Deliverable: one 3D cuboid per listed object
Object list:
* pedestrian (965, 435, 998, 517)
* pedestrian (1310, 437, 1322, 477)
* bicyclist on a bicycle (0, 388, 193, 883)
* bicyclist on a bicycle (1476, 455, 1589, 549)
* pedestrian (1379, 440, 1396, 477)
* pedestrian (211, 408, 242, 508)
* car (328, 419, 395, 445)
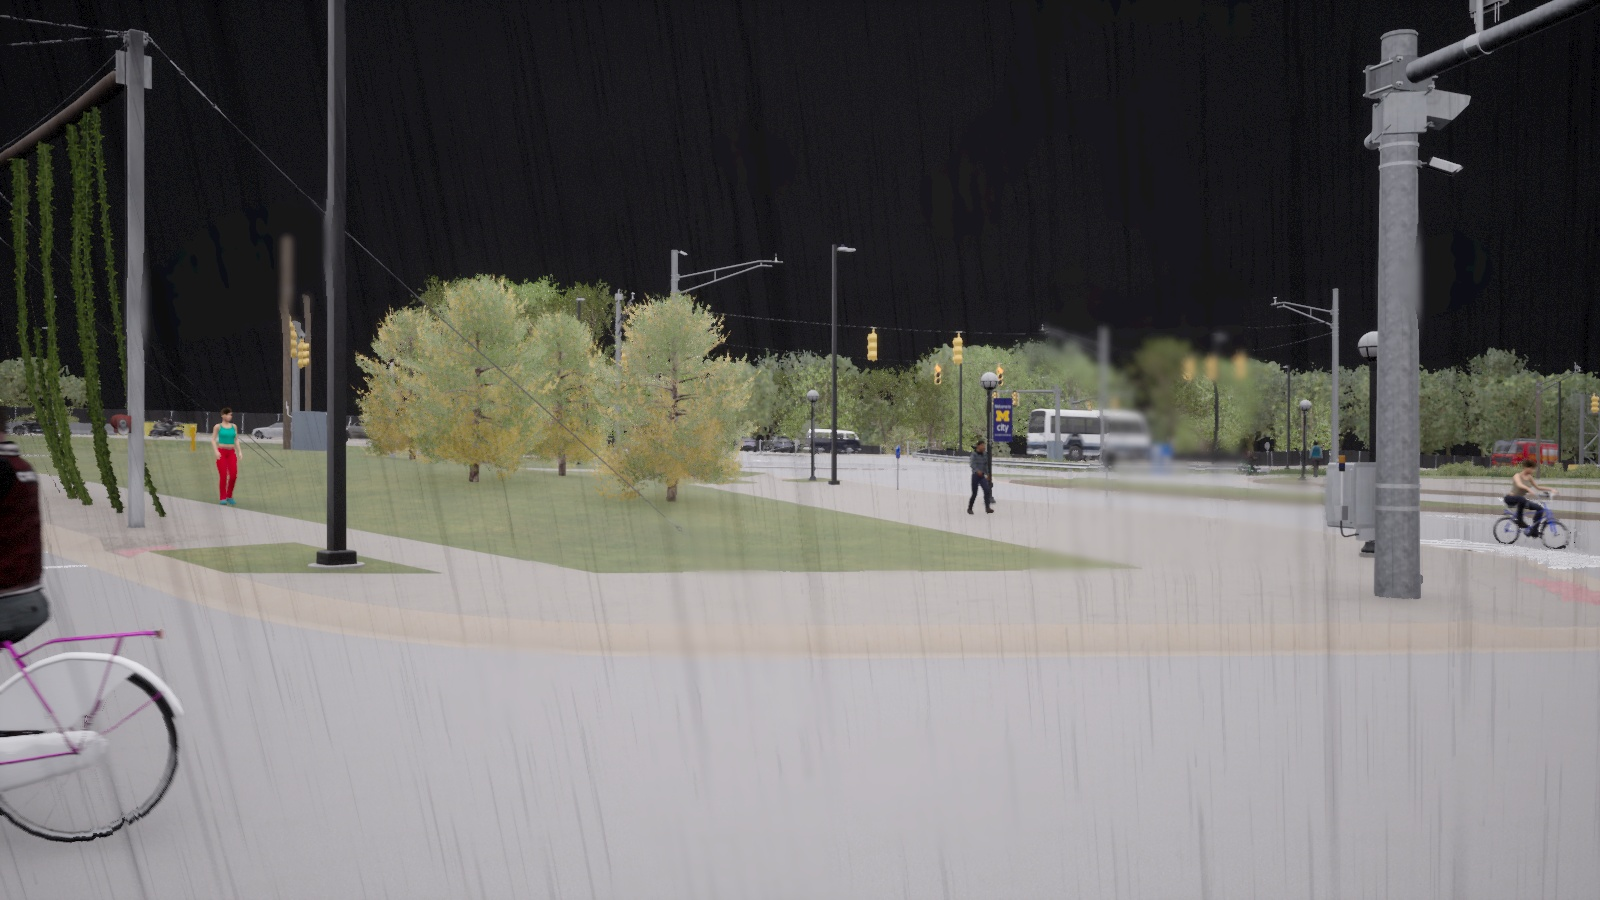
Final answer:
[{"bbox_3d":[4.344,0.613,30.064,0.423,1.949,0.788,0,0,-24],"label":"pedestrian"},{"bbox_3d":[24.710,0.333,60.097,0.396,1.930,0.692,0,0,11],"label":"pedestrian"},{"bbox_3d":[-3.360,0.664,4.716,1.843,1.776,0.659,0,0,-15],"label":"bicyclist on a bicycle"},{"bbox_3d":[13.455,0.931,23.097,0.866,1.612,1.509,2,1,-23],"label":"bicyclist on a bicycle"},{"bbox_3d":[29.776,0.414,63.676,0.726,1.842,0.402,0,0,-22],"label":"pedestrian"},{"bbox_3d":[-10.730,0.143,23.496,0.345,1.836,0.594,0,0,-44],"label":"pedestrian"},{"bbox_3d":[-32.575,-1.310,93.390,4.605,1.855,1.932,1,0,-18],"label":"car"}]
